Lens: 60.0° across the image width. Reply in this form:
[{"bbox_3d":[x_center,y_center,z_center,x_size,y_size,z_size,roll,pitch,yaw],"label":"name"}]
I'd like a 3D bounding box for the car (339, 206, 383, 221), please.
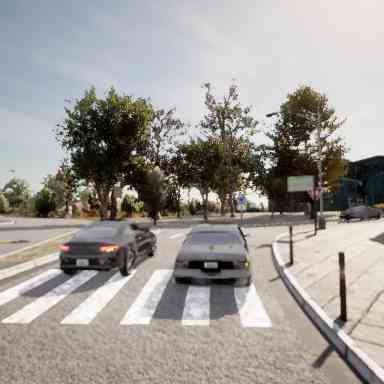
[{"bbox_3d":[16.257,2.014,31.727,5.357,1.411,2.033,-1,-3,-35],"label":"car"}]

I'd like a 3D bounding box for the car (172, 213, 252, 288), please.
[{"bbox_3d":[0.696,1.562,9.403,2.033,1.411,5.357,-1,0,7],"label":"car"}]

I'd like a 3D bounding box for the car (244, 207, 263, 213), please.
[{"bbox_3d":[13.708,4.128,74.240,1.837,1.490,4.892,3,-6,-34],"label":"car"}]

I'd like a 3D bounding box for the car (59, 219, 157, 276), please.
[{"bbox_3d":[-2.413,1.576,10.428,1.812,1.442,4.674,-1,0,7],"label":"car"}]
